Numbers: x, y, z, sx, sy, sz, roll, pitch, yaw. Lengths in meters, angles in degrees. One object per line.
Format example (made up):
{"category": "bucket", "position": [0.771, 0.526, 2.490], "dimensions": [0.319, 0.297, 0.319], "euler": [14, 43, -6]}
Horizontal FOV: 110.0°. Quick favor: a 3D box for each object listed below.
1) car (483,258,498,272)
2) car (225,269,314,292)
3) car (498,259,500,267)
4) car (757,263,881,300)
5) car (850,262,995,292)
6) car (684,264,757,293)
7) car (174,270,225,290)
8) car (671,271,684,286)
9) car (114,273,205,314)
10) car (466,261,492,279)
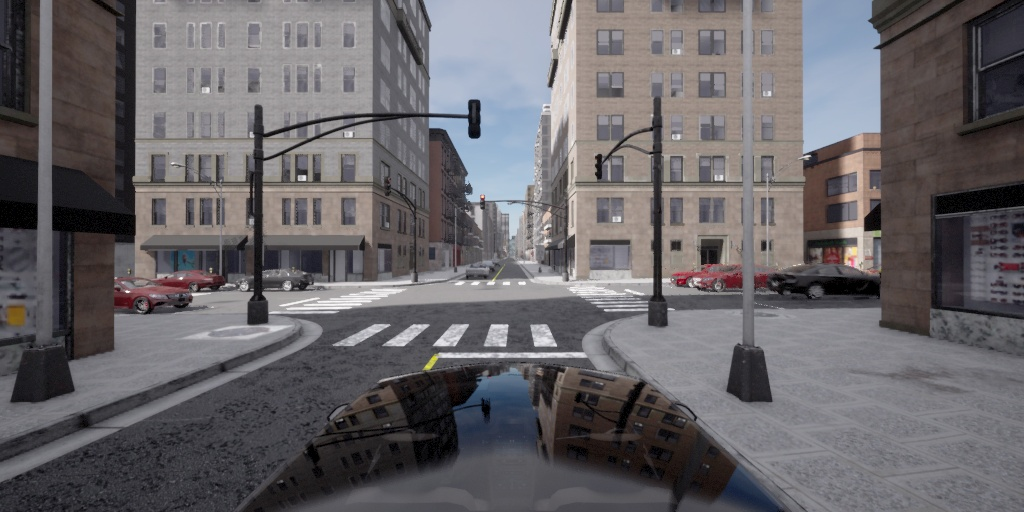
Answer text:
{"category": "car", "position": [-3.127, 1.249, 45.040], "dimensions": [1.812, 1.442, 4.674], "euler": [0, 0, 0]}
{"category": "car", "position": [-14.638, 1.458, 22.183], "dimensions": [4.403, 1.370, 2.007], "euler": [0, 0, 0]}
{"category": "car", "position": [-3.092, 1.186, 65.245], "dimensions": [1.837, 1.490, 4.892], "euler": [0, 0, 0]}
{"category": "car", "position": [14.192, 1.075, 15.991], "dimensions": [5.008, 1.535, 1.882], "euler": [-1, 0, 0]}
{"category": "car", "position": [21.768, 1.087, 19.204], "dimensions": [5.357, 1.411, 2.033], "euler": [-1, 0, 1]}
{"category": "car", "position": [12.182, 1.158, 19.265], "dimensions": [4.674, 1.442, 1.812], "euler": [-1, 0, 1]}
{"category": "car", "position": [-20.166, 1.545, 22.217], "dimensions": [4.207, 1.307, 1.802], "euler": [0, 0, 0]}
{"category": "car", "position": [12.125, 1.190, 22.020], "dimensions": [4.507, 1.381, 1.888], "euler": [0, 0, 0]}
{"category": "car", "position": [-14.664, 1.451, 13.658], "dimensions": [4.207, 1.307, 1.802], "euler": [0, 0, 0]}
{"category": "car", "position": [-3.122, 1.341, 32.818], "dimensions": [1.895, 1.301, 4.718], "euler": [0, 0, -1]}
